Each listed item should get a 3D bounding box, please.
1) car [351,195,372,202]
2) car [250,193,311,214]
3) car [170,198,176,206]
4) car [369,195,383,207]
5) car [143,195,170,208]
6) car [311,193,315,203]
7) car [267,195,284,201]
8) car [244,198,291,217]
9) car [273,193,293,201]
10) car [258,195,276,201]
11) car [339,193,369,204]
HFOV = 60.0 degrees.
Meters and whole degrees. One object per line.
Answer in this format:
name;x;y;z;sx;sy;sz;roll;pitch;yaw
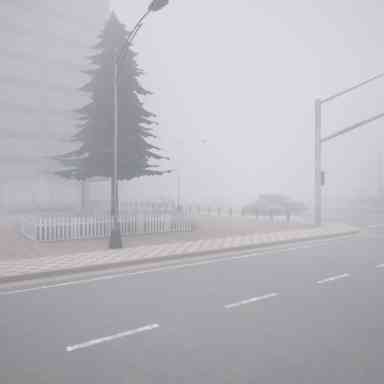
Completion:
car;37.899;1.362;74.378;1.784;1.438;3.905;0;0;-36
car;9.090;1.220;34.589;2.150;2.045;5.566;0;0;-36
car;-4.509;1.350;53.595;2.097;1.767;4.553;0;0;-35
car;27.334;1.152;45.441;1.932;1.855;4.605;0;0;-36
car;-5.675;1.525;49.199;1.812;1.442;4.674;0;0;-36
car;21.792;1.394;62.872;1.970;1.475;3.806;0;0;-36
car;20.086;1.362;80.198;1.784;1.438;3.905;0;0;-36
car;6.849;1.563;31.710;1.994;1.385;4.181;0;0;-36
car;22.243;1.152;81.796;1.932;1.855;4.605;0;0;-36
car;17.728;1.394;78.519;1.970;1.475;3.806;0;0;-36
car;35.502;1.152;72.750;1.932;1.855;4.605;0;0;-36
